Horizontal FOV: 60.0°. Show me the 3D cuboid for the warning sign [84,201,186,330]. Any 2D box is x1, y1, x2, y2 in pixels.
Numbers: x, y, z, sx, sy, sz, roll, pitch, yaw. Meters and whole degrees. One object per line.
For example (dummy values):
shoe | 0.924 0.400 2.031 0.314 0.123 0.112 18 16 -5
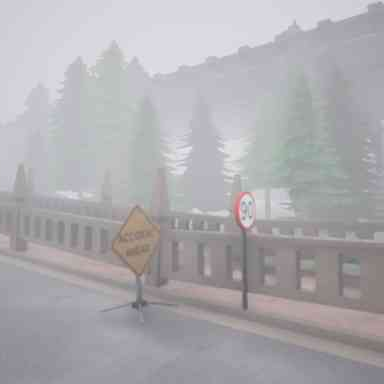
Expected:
warning sign | -0.955 1.126 5.801 1.060 1.860 1.300 -2 1 35
